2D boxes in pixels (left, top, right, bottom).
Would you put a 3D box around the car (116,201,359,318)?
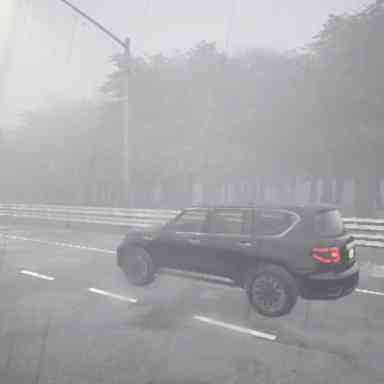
[{"bbox_3d":[0.730,1.224,7.648,5.566,2.045,2.150,0,0,36],"label":"car"}]
